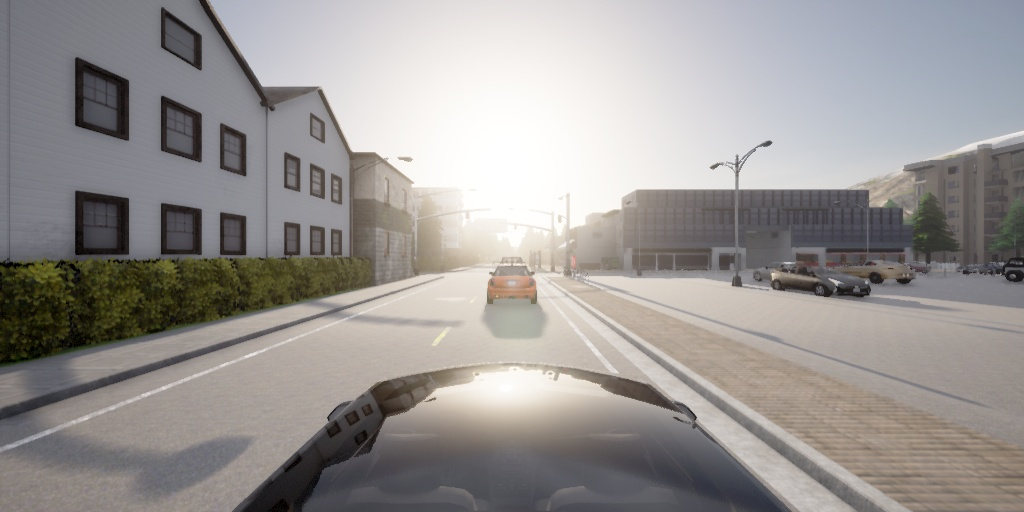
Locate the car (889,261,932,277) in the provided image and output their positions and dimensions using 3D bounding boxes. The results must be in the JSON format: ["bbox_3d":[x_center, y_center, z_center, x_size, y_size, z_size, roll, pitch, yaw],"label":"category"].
[{"bbox_3d":[47.894,1.486,43.424,4.674,1.442,1.812,0,0,0],"label":"car"}]

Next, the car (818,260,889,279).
[{"bbox_3d":[37.903,1.488,39.898,5.357,1.411,2.033,0,0,0],"label":"car"}]

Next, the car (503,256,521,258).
[{"bbox_3d":[0.000,1.006,31.530,2.150,2.045,5.566,0,0,0],"label":"car"}]

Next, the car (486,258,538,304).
[{"bbox_3d":[0.000,1.114,16.470,2.097,1.767,4.553,0,0,0],"label":"car"}]
